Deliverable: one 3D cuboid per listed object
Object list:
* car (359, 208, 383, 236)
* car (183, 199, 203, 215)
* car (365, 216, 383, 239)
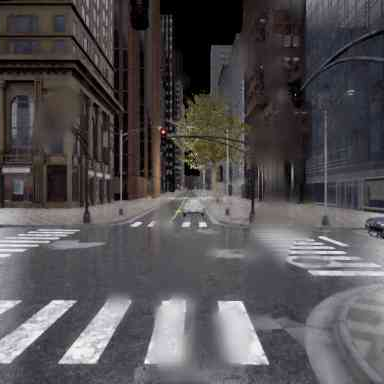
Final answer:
[{"bbox_3d":[11.909,1.632,18.368,4.403,1.369,2.008,0,0,0],"label":"car"},{"bbox_3d":[0.098,1.439,32.436,1.812,1.442,4.674,0,0,0],"label":"car"},{"bbox_3d":[10.876,1.426,15.705,4.553,1.767,2.097,0,0,0],"label":"car"}]
